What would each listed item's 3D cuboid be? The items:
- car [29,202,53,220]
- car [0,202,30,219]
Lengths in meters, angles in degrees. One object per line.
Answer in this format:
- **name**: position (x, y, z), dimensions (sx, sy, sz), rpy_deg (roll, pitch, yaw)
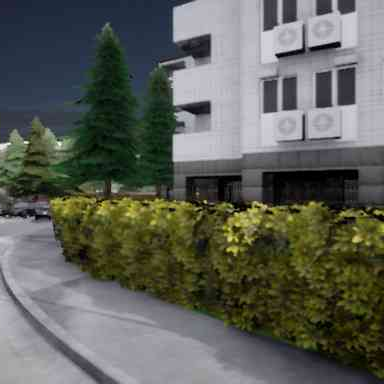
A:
- **car**: position (-11.479, 1.643, 28.233), dimensions (1.994, 1.385, 4.181), rpy_deg (0, -1, 3)
- **car**: position (-15.104, 1.638, 30.445), dimensions (2.033, 1.411, 5.357), rpy_deg (0, 0, 7)
